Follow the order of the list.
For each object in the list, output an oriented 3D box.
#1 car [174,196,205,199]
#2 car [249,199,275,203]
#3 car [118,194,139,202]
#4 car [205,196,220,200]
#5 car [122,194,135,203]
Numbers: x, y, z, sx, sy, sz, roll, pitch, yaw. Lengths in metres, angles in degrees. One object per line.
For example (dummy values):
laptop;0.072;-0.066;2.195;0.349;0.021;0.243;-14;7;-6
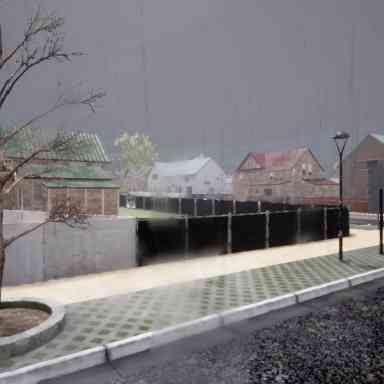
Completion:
car;-1.115;1.223;39.522;2.033;1.411;5.357;0;1;-34
car;6.252;1.337;28.708;1.812;1.442;4.674;0;0;-34
car;-11.528;1.029;60.013;1.895;1.301;4.718;0;1;-34
car;1.800;1.228;40.474;2.033;1.411;5.357;0;1;-34
car;-9.990;1.031;52.706;1.837;1.490;4.892;0;0;-34
